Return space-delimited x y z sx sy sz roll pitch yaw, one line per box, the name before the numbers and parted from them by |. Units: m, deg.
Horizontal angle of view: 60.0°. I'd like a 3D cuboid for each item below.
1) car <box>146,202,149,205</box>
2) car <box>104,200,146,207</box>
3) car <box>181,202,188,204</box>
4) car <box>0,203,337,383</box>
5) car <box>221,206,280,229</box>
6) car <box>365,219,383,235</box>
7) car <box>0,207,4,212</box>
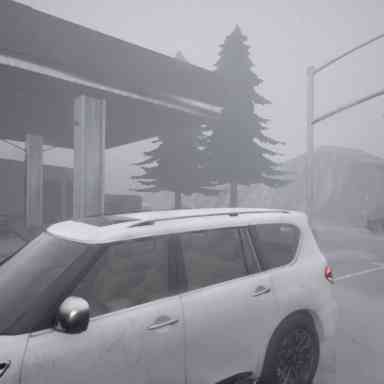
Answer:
car | -6.510 1.651 40.240 1.812 1.442 4.674 1 0 -35
car | -4.452 1.446 18.318 1.905 1.878 3.866 1 0 -36
car | -0.648 1.720 31.911 1.812 1.442 4.674 1 0 -35
car | -0.746 1.256 3.520 5.566 2.045 2.150 -1 0 -36
car | 4.267 1.815 24.911 1.994 1.385 4.181 1 0 -35
car | 12.758 1.931 19.280 1.895 1.301 4.718 1 -1 -35
car | -11.583 1.521 18.528 2.242 1.667 4.611 1 0 -36
